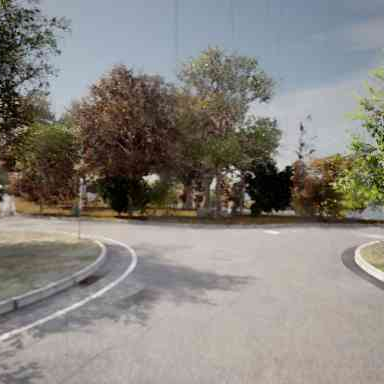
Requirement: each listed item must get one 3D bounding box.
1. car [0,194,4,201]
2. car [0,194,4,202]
[{"bbox_3d":[-42.637,1.127,73.382,1.837,1.490,4.892,1,-1,-29],"label":"car"},{"bbox_3d":[-37.665,1.164,64.225,1.837,1.490,4.892,1,0,-29],"label":"car"}]
